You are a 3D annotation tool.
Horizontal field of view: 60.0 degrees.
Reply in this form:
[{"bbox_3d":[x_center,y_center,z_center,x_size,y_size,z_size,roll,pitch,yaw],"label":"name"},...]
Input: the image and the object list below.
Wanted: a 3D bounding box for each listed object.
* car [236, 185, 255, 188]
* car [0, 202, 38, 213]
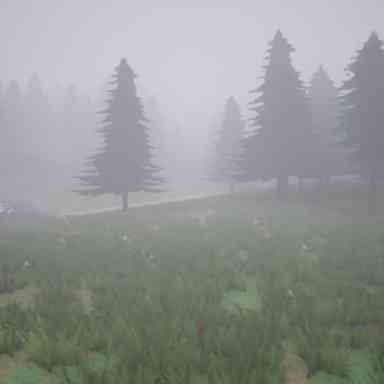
[{"bbox_3d":[9.669,-1.033,57.608,4.674,1.442,1.812,-6,3,-31],"label":"car"},{"bbox_3d":[-14.379,1.762,28.439,2.097,1.767,4.553,0,-6,20],"label":"car"}]
